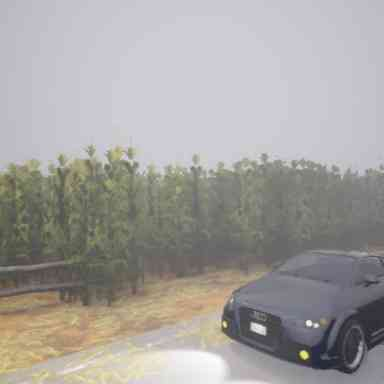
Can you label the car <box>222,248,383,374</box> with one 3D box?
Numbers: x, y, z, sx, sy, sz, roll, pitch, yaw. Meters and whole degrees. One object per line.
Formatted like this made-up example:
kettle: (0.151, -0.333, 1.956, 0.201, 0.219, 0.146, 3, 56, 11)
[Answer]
car: (2.507, 1.756, 5.947, 4.181, 1.385, 1.994, 0, -3, -38)
